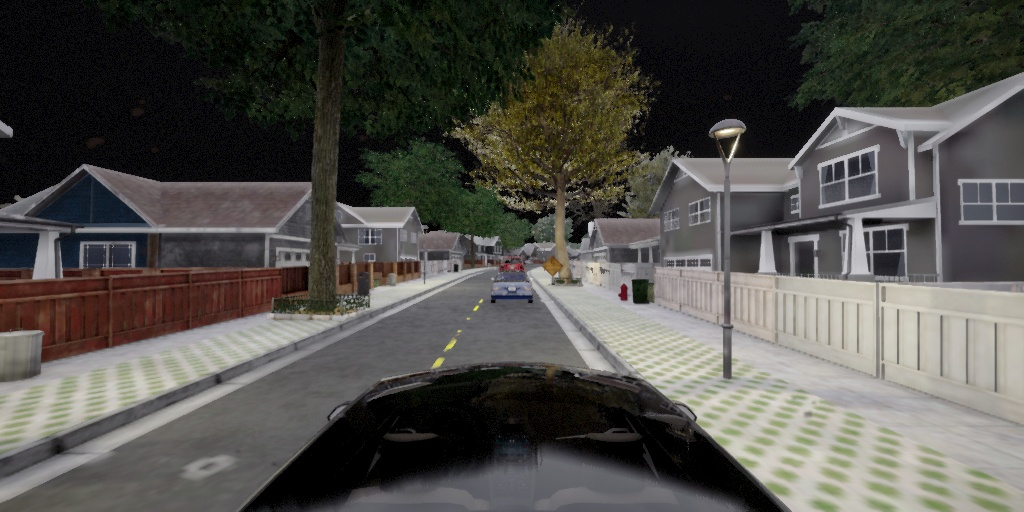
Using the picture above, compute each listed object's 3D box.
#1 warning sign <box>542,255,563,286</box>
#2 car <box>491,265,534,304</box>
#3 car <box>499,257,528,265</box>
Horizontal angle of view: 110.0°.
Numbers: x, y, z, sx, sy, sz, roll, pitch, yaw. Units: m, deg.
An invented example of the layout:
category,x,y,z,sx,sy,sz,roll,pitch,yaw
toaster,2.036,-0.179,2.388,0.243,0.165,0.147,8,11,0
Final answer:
category,x,y,z,sx,sy,sz,roll,pitch,yaw
warning sign,2.517,0.892,21.954,1.300,1.860,1.060,0,0,0
car,0.000,1.330,16.506,2.033,1.411,5.357,0,0,0
car,0.000,1.068,31.544,2.150,2.045,5.566,0,0,0
